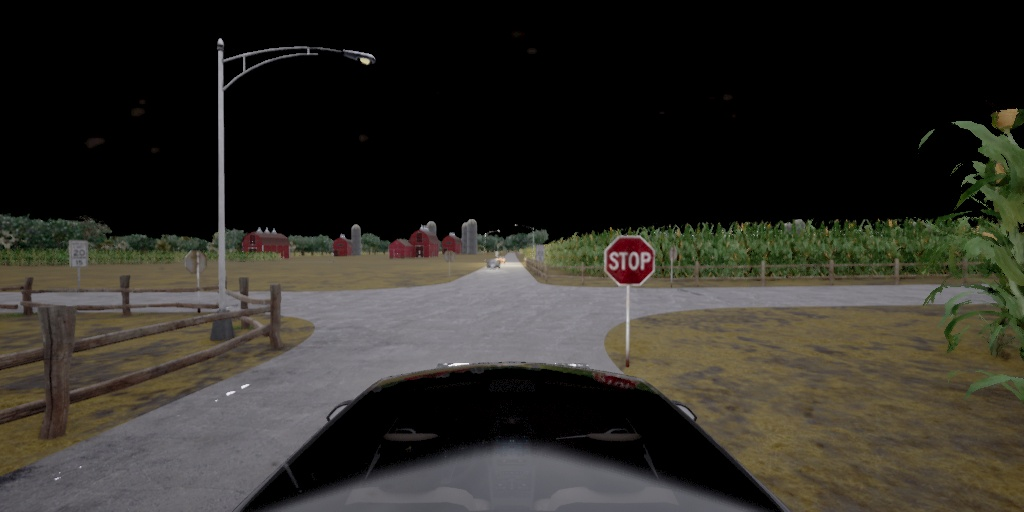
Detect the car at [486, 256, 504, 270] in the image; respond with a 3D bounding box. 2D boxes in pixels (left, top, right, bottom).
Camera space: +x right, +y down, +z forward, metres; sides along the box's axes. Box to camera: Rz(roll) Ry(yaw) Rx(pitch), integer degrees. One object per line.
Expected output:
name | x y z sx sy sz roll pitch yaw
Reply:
car | -2.633 1.186 51.351 2.128 1.511 4.902 0 1 0
